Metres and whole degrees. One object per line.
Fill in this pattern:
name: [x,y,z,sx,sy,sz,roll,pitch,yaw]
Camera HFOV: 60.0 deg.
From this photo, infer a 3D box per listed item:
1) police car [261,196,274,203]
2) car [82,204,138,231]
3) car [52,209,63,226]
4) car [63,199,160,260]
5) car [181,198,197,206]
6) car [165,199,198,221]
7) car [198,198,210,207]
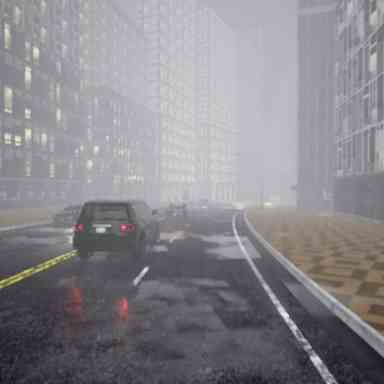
police car: [20.351,2.184,91.324,1.930,1.638,5.238,0,0,24]
car: [-5.350,1.615,22.532,2.128,1.511,4.902,0,0,6]
car: [-8.414,1.629,24.517,1.837,1.490,4.892,0,0,6]
car: [-2.678,1.294,13.019,2.150,2.045,5.566,0,0,3]
car: [-0.492,1.980,65.038,1.994,1.385,4.181,0,0,16]
car: [-1.084,1.677,29.424,2.128,1.511,4.902,0,0,7]
car: [2.143,1.929,62.409,1.837,1.490,4.892,0,0,16]
